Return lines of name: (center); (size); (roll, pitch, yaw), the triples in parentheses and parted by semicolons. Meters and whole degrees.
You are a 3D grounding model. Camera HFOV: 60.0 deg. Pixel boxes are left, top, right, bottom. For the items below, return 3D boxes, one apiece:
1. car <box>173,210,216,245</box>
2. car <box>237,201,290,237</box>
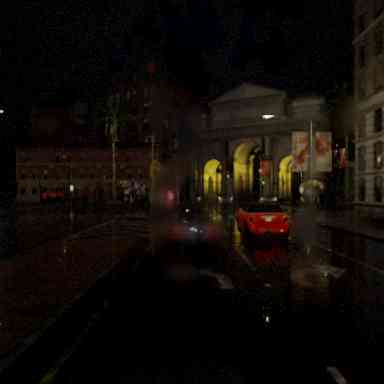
car: (0.116, 1.522, 15.311); (2.033, 1.411, 5.357); (0, 0, 1)
car: (3.650, 1.323, 17.844); (2.097, 1.767, 4.553); (0, 0, 1)
